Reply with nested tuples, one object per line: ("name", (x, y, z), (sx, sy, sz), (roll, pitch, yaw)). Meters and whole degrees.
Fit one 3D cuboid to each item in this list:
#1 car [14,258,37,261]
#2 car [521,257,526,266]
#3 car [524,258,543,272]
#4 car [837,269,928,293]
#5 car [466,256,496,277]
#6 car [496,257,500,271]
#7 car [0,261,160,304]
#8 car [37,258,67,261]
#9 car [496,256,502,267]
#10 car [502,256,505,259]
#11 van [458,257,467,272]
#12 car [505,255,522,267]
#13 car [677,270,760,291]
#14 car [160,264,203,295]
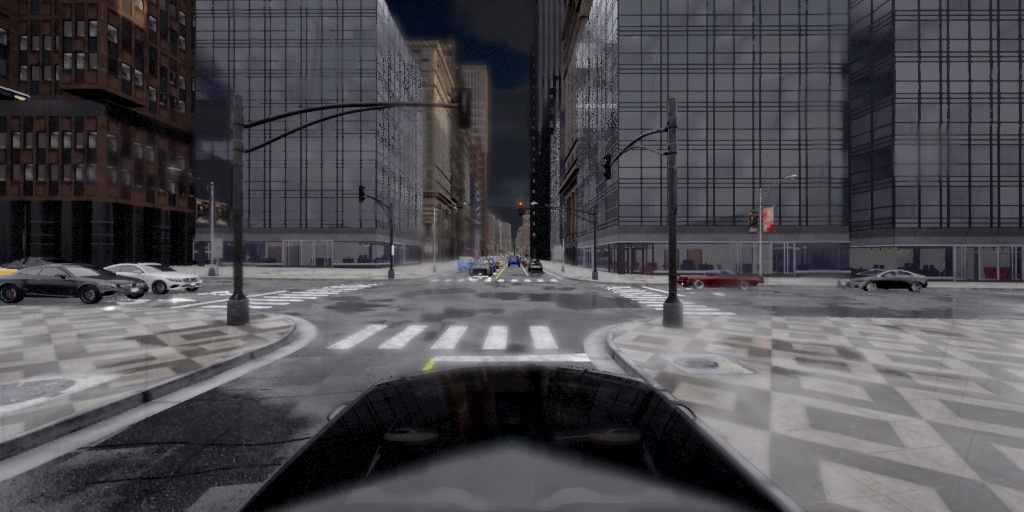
("car", (-26.904, 0.885, 17.407), (5.008, 1.535, 1.882), (1, 0, 1))
("car", (2.937, 1.267, 61.605), (1.802, 1.307, 4.207), (0, 0, 0))
("car", (2.842, 1.281, 44.657), (1.948, 1.339, 4.313), (0, 0, 0))
("car", (24.545, 1.605, 23.859), (4.902, 1.511, 2.128), (1, 0, 0))
("car", (-2.959, 1.079, 35.492), (2.097, 1.767, 4.553), (0, 0, 0))
("car", (-2.924, 1.193, 44.613), (1.882, 1.535, 5.008), (0, 0, 1))
("car", (-17.231, 1.045, 14.108), (4.674, 1.442, 1.812), (1, 0, -1))
("car", (-32.053, 0.873, 24.133), (4.892, 1.490, 1.837), (1, 0, 0))
("car", (-2.866, 1.205, 54.078), (1.837, 1.490, 4.892), (0, 0, 0))
("car", (-2.780, 1.158, 63.927), (1.882, 1.535, 5.008), (0, 0, 1))
("van", (-5.683, 1.056, 44.703), (1.690, 1.789, 3.998), (0, 0, 0))
("car", (0.388, 0.899, 64.898), (2.150, 2.045, 5.566), (0, 0, 0))
("car", (13.580, 1.567, 23.914), (4.718, 1.301, 1.895), (1, 0, 0))
("car", (-17.759, 1.051, 17.364), (4.674, 1.442, 1.812), (1, 0, 0))
